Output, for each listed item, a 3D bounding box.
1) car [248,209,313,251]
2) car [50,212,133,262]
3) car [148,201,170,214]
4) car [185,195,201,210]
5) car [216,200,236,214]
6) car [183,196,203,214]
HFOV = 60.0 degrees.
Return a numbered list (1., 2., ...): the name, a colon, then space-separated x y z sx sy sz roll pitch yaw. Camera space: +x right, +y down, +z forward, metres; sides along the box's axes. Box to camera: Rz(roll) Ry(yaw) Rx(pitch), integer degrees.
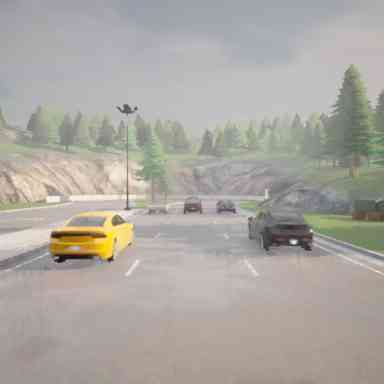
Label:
1. car: 3.599 1.505 14.176 1.837 1.490 4.892 0 0 0
2. car: -3.401 1.477 12.153 1.882 1.535 5.008 0 0 0
3. car: -3.404 1.600 35.221 1.895 1.301 4.718 0 0 0
4. car: 0.188 1.352 44.569 2.097 1.767 4.553 0 0 1
5. car: 3.596 1.547 36.031 2.033 1.411 5.357 0 0 0
6. car: 0.088 1.477 35.341 1.882 1.535 5.008 0 0 0
